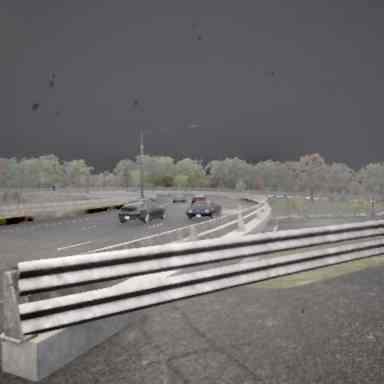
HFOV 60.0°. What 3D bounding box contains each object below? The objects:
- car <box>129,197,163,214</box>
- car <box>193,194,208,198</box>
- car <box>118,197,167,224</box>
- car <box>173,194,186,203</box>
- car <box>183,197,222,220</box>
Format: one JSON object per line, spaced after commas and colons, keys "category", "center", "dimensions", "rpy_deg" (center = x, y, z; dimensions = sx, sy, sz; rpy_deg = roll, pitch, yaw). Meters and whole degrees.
{"category": "car", "center": [-4.397, 1.245, 32.494], "dimensions": [1.812, 1.442, 4.674], "rpy_deg": [0, 1, 13]}
{"category": "car", "center": [1.110, 1.007, 45.506], "dimensions": [1.882, 1.535, 5.008], "rpy_deg": [0, 1, 5]}
{"category": "car", "center": [-3.286, 1.309, 22.942], "dimensions": [1.837, 1.490, 4.892], "rpy_deg": [0, 1, 18]}
{"category": "car", "center": [-1.961, 1.039, 54.095], "dimensions": [1.994, 1.385, 4.181], "rpy_deg": [-1, 1, 1]}
{"category": "car", "center": [1.063, 1.334, 25.322], "dimensions": [1.895, 1.301, 4.718], "rpy_deg": [0, 1, 15]}
